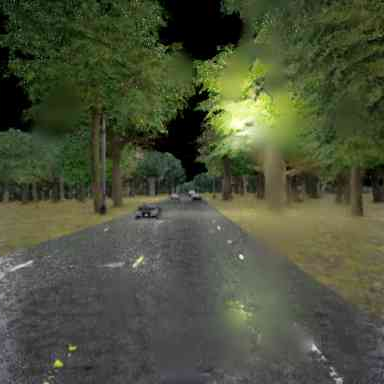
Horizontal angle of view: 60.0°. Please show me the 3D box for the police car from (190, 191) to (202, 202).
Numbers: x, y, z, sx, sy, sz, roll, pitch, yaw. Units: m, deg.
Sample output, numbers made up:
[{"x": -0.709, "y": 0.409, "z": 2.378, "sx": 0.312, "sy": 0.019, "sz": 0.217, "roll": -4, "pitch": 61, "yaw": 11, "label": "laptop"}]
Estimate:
[{"x": 1.006, "y": 1.128, "z": 65.958, "sx": 1.930, "sy": 1.638, "sz": 5.238, "roll": 0, "pitch": 1, "yaw": 0, "label": "police car"}]

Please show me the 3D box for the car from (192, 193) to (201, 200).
[{"x": 1.000, "y": 1.051, "z": 75.850, "sx": 1.882, "sy": 1.535, "sz": 5.008, "roll": 0, "pitch": 1, "yaw": 0, "label": "car"}]

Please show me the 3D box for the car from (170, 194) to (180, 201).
[{"x": -3.547, "y": 1.117, "z": 69.959, "sx": 1.882, "sy": 1.535, "sz": 5.008, "roll": 0, "pitch": 1, "yaw": 0, "label": "car"}]

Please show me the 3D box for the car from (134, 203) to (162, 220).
[{"x": -3.614, "y": 1.615, "z": 28.217, "sx": 1.994, "sy": 1.385, "sz": 4.181, "roll": 0, "pitch": 0, "yaw": 0, "label": "car"}]

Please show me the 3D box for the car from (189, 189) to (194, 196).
[{"x": 0.995, "y": 0.840, "z": 81.819, "sx": 2.097, "sy": 1.767, "sz": 4.553, "roll": 0, "pitch": 1, "yaw": 0, "label": "car"}]
